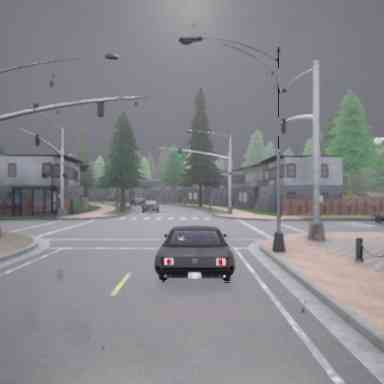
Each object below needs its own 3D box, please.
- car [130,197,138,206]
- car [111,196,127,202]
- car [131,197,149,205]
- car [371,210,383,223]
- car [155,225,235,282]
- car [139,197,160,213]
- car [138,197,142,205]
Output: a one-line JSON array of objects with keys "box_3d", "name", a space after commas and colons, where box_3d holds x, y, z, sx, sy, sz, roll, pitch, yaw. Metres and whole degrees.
[{"box_3d": [-9.433, 1.706, 57.627, 1.837, 1.490, 4.892, 0, 0, -23], "name": "car"}, {"box_3d": [-16.639, 1.632, 76.171, 1.812, 1.442, 4.674, 0, 0, -45], "name": "car"}, {"box_3d": [-10.668, 1.794, 68.086, 1.994, 1.385, 4.181, 0, 0, -36], "name": "car"}, {"box_3d": [15.520, 1.609, 24.110, 4.674, 1.442, 1.812, 0, 0, 2], "name": "car"}, {"box_3d": [0.107, 1.642, 9.874, 1.895, 1.301, 4.718, 0, 0, 1], "name": "car"}, {"box_3d": [-4.772, 1.649, 38.587, 1.812, 1.442, 4.674, 0, 0, -6], "name": "car"}, {"box_3d": [-6.255, 1.710, 48.163, 2.033, 1.411, 5.357, 0, 0, -14], "name": "car"}]
